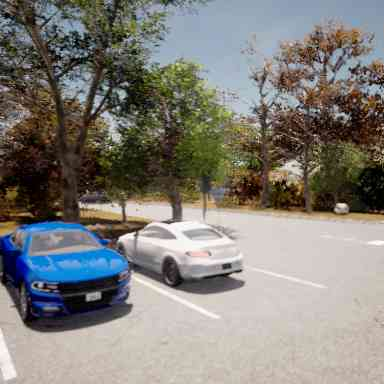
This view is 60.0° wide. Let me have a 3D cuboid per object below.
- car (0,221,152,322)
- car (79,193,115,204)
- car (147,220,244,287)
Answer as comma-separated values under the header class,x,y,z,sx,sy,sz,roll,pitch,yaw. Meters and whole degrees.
class,x,y,z,sx,sy,sz,roll,pitch,yaw
car,-3.100,1.480,7.605,2.097,1.535,5.008,0,0,-36
car,-13.035,0.854,46.120,5.357,1.411,2.033,0,2,25
car,-0.533,1.518,9.429,2.002,1.452,4.674,0,0,-36
